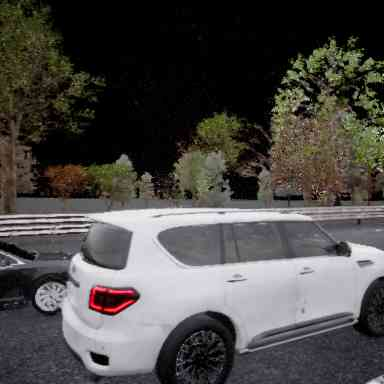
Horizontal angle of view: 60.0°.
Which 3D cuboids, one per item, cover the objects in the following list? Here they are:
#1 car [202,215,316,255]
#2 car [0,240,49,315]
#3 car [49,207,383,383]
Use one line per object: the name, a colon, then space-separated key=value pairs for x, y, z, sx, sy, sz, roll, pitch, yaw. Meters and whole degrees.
car: x=2.963 y=1.741 z=14.447 sx=4.718 sy=1.301 sz=1.895 roll=0 pitch=-1 yaw=-29
car: x=-4.353 y=1.559 z=6.272 sx=4.892 sy=1.490 sz=1.837 roll=0 pitch=-1 yaw=-30
car: x=0.917 y=1.270 z=5.268 sx=5.566 sy=2.045 sz=2.150 roll=0 pitch=-1 yaw=-29
